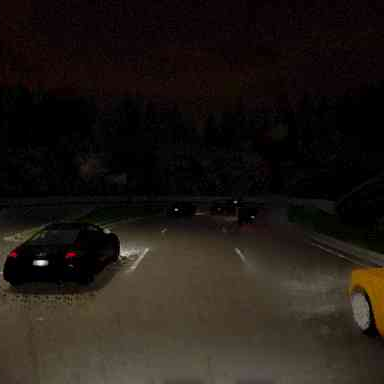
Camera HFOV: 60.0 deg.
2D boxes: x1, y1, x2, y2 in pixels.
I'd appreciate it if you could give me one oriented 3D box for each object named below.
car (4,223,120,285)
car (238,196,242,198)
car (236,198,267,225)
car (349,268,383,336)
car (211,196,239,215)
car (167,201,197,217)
[{"bbox_3d":[-3.396,1.564,9.488,1.994,1.385,4.181,0,0,0],"label":"car"},{"bbox_3d":[5.951,1.352,43.956,2.097,1.767,4.553,0,0,13],"label":"car"},{"bbox_3d":[4.354,1.478,24.103,1.882,1.535,5.008,0,0,9],"label":"car"},{"bbox_3d":[3.600,1.478,3.664,1.882,1.535,5.008,0,0,0],"label":"car"},{"bbox_3d":[3.265,1.478,33.846,1.882,1.535,5.008,0,0,16],"label":"car"},{"bbox_3d":[-0.890,1.563,31.922,1.994,1.385,4.181,0,0,15],"label":"car"}]
